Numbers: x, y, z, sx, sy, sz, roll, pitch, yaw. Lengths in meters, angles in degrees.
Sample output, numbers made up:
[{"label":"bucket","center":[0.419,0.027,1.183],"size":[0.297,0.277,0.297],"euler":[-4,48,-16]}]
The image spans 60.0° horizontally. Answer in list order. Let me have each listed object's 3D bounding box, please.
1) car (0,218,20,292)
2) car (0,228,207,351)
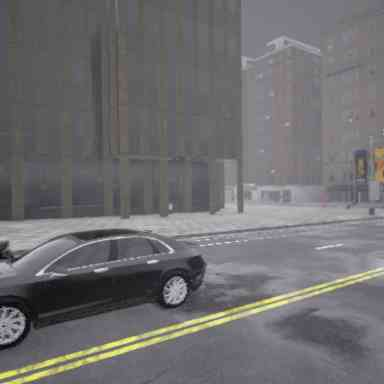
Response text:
[{"label":"car","center":[-6.558,1.480,6.992],"size":[5.008,1.535,1.882],"euler":[0,0,-35]},{"label":"car","center":[-1.968,1.501,6.273],"size":[4.892,1.490,1.837],"euler":[0,0,-35]}]
